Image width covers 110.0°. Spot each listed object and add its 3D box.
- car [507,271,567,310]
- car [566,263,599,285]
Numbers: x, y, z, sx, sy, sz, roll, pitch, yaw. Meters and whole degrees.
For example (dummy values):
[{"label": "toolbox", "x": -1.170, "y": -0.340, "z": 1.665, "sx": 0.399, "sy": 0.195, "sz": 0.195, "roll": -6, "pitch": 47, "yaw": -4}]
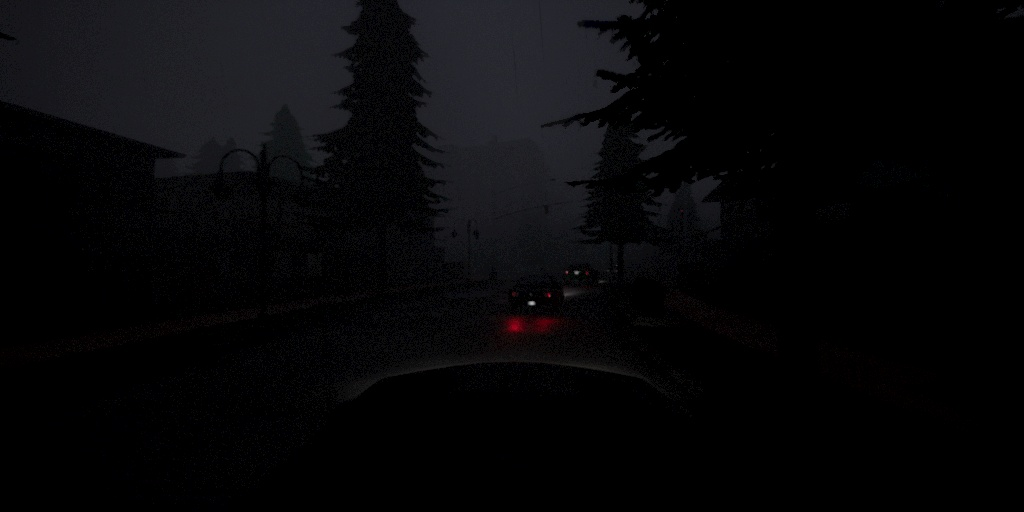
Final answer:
[{"label": "car", "x": 1.182, "y": 1.480, "z": 15.449, "sx": 1.895, "sy": 1.301, "sz": 4.718, "roll": 0, "pitch": -1, "yaw": 12}, {"label": "car", "x": 5.769, "y": 1.367, "z": 29.296, "sx": 2.097, "sy": 1.767, "sz": 4.553, "roll": 0, "pitch": -1, "yaw": 23}]
